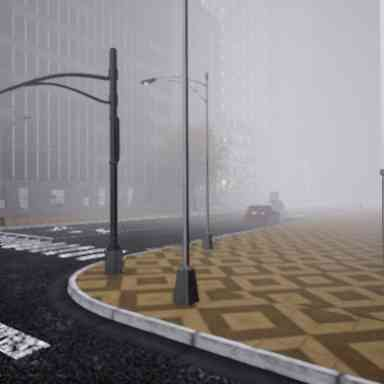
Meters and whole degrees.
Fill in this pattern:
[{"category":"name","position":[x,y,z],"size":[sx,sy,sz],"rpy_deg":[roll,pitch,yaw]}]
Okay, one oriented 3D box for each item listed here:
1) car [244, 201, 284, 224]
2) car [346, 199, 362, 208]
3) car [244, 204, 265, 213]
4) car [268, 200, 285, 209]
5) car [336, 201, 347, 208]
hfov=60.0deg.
[{"category":"car","position":[6.613,1.980,31.006],"size":[2.097,1.767,4.553],"rpy_deg":[0,-1,33]},{"category":"car","position":[41.468,3.239,84.925],"size":[1.882,1.535,5.008],"rpy_deg":[0,-1,33]},{"category":"car","position":[10.258,2.633,54.603],"size":[1.994,1.385,4.181],"rpy_deg":[0,-1,33]},{"category":"car","position":[12.973,2.275,52.819],"size":[2.150,2.045,5.566],"rpy_deg":[0,-1,33]},{"category":"car","position":[38.738,3.316,86.688],"size":[2.033,1.411,5.357],"rpy_deg":[0,-1,33]}]
